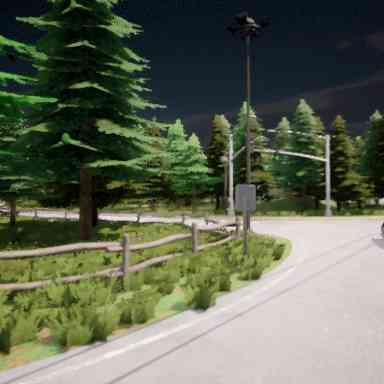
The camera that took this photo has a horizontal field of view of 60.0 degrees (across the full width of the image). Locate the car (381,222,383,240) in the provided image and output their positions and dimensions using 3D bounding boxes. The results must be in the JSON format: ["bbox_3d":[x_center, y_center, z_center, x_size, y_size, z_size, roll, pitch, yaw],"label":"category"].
[{"bbox_3d":[9.868,1.639,14.693,2.128,1.511,4.902,0,-1,17],"label":"car"}]

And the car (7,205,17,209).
[{"bbox_3d":[-21.264,2.065,37.121,4.718,1.301,1.895,-1,-1,30],"label":"car"}]

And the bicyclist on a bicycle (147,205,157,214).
[{"bbox_3d":[-4.324,1.705,35.915,0.582,1.620,1.656,-1,0,30],"label":"bicyclist on a bicycle"}]
